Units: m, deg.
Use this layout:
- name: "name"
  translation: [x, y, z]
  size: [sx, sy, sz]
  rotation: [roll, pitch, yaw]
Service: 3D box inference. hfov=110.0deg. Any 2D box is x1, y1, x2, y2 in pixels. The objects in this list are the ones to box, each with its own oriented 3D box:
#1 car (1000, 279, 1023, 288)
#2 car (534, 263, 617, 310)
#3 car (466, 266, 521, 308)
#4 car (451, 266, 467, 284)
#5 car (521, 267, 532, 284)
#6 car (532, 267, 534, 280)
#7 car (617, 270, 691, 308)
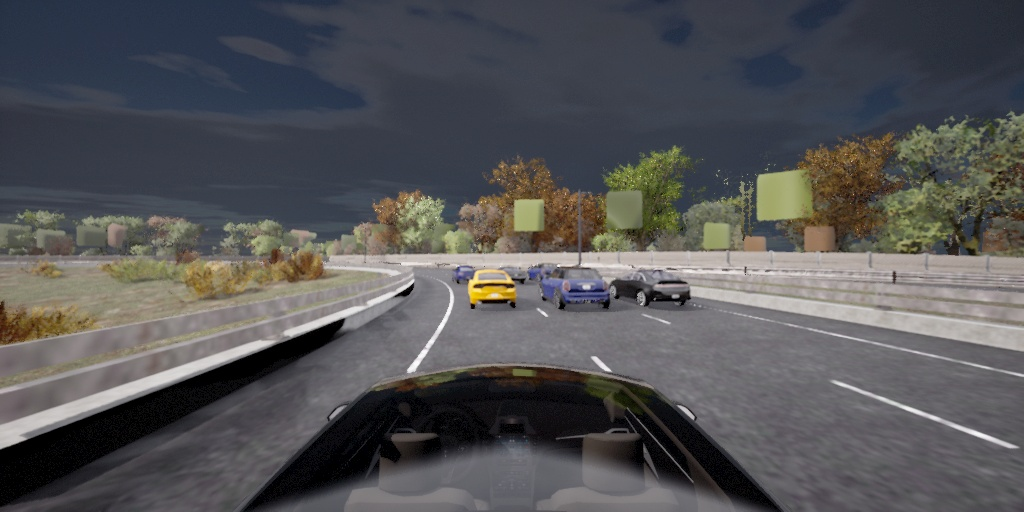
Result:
- name: "car"
  translation: [44.698, 2.029, 30.060]
  size: [4.674, 1.442, 1.812]
  rotation: [3, 0, 22]
- name: "car"
  translation: [2.591, 1.245, 15.880]
  size: [2.097, 1.767, 4.553]
  rotation: [0, -1, -7]
- name: "car"
  translation: [-0.996, 1.375, 16.295]
  size: [1.882, 1.535, 5.008]
  rotation: [0, 0, -8]
- name: "car"
  translation: [-4.087, 1.571, 30.867]
  size: [1.812, 1.442, 4.674]
  rotation: [0, 0, -16]
- name: "car"
  translation: [-0.320, 1.589, 30.427]
  size: [2.033, 1.411, 5.357]
  rotation: [0, -1, -15]
- name: "car"
  translation: [2.814, 1.410, 32.180]
  size: [2.097, 1.767, 4.553]
  rotation: [0, -1, -16]
- name: "car"
  translation: [6.059, 1.392, 16.357]
  size: [2.128, 1.511, 4.902]
  rotation: [0, 0, -8]
